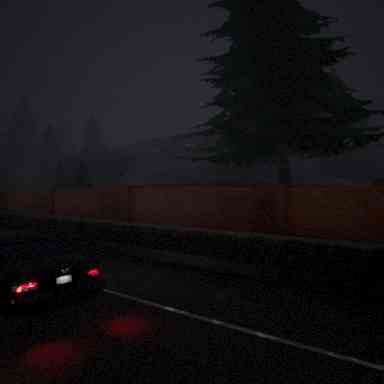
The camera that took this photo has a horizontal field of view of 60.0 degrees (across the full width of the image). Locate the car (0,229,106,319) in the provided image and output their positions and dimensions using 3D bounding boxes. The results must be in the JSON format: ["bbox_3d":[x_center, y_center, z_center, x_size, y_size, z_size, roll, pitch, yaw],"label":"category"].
[{"bbox_3d":[-4.142,1.551,7.292,5.357,1.411,2.033,0,0,39],"label":"car"}]
